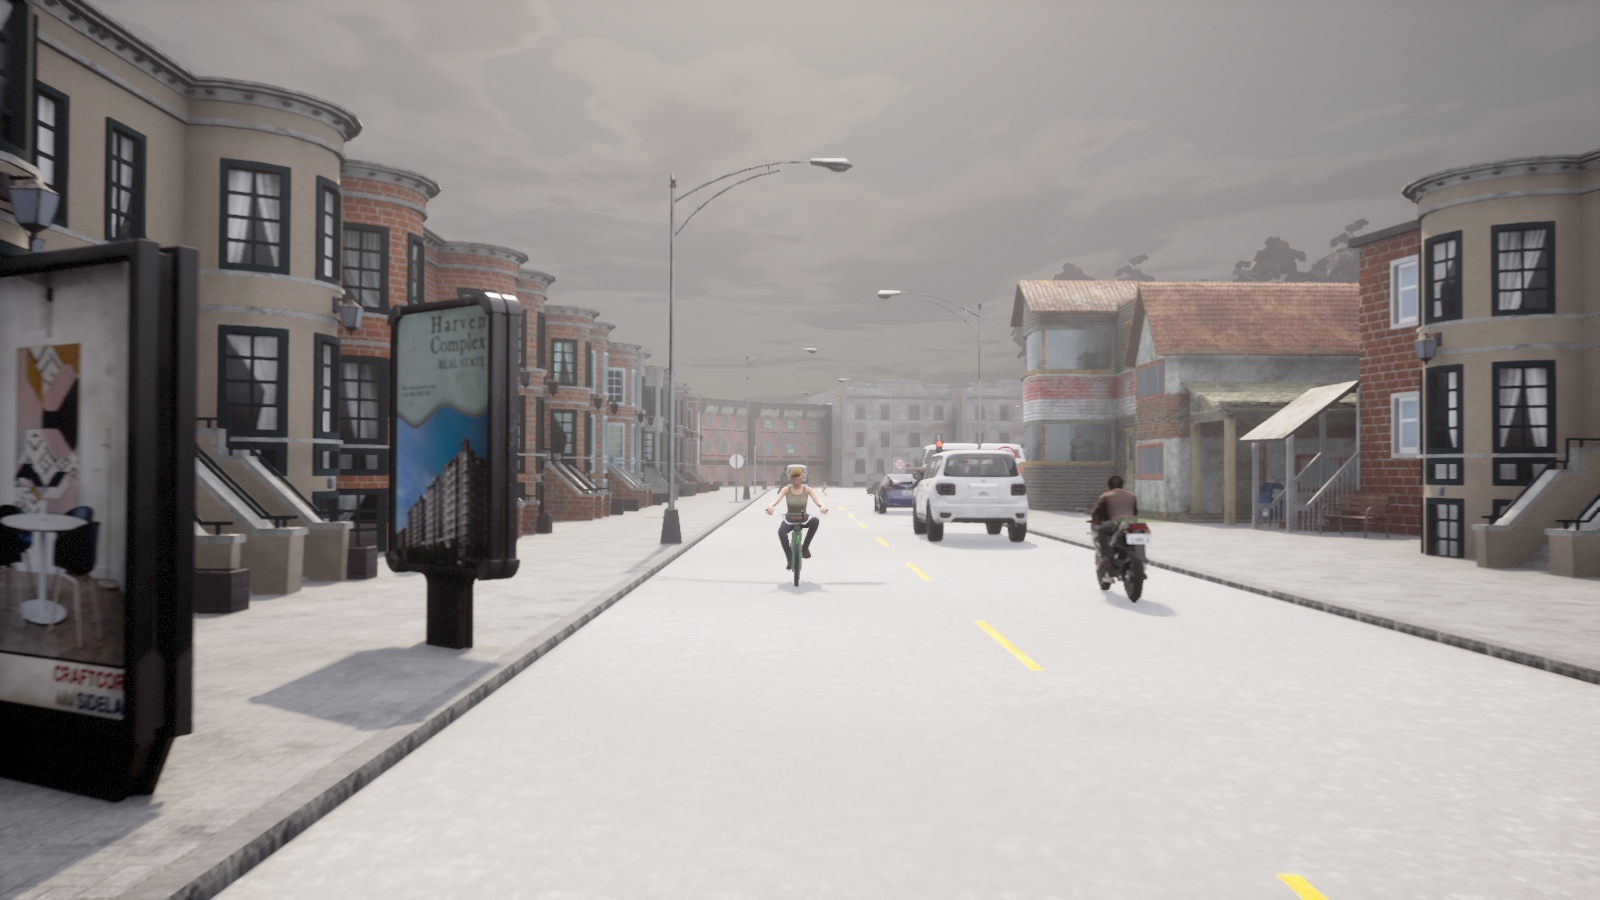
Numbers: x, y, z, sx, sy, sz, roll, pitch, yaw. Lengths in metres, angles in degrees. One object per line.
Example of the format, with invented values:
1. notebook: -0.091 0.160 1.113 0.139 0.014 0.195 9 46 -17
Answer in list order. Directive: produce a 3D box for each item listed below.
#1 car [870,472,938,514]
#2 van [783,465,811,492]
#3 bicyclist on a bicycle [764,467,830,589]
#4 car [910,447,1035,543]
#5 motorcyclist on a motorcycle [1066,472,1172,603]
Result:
1. car: 3.885 1.598 47.734 2.163 1.488 4.792 0 -1 0
2. van: -0.258 2.149 96.174 2.069 2.038 4.480 0 -1 0
3. bicyclist on a bicycle: -0.035 1.041 17.306 0.866 1.612 1.509 0 -1 0
4. car: 3.930 1.014 29.607 2.150 2.045 5.566 0 -1 0
5. motorcyclist on a motorcycle: 3.964 1.045 15.759 0.797 1.523 2.044 0 -1 0
